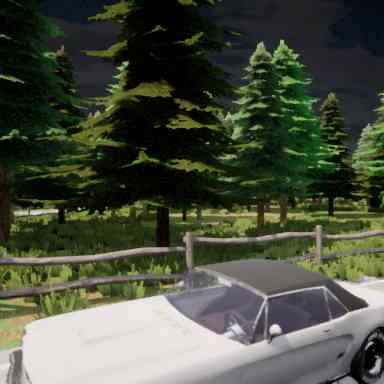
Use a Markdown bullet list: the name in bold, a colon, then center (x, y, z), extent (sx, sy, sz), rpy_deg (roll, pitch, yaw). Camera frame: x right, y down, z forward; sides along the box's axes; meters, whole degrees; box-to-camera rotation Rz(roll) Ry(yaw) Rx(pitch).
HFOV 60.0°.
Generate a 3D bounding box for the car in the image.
- **car**: center (0.498, 1.601, 3.951), extent (4.718, 1.301, 1.895), rpy_deg (0, 0, -31)
